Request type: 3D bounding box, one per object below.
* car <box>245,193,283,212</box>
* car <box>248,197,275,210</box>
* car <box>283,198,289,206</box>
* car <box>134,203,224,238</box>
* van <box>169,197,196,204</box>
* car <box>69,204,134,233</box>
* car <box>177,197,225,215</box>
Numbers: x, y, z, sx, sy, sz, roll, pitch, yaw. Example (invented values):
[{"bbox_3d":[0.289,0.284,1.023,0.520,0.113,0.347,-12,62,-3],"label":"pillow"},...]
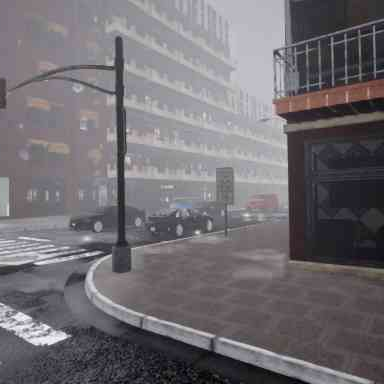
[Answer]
[{"bbox_3d":[8.127,1.170,38.173,2.150,2.045,5.566,-1,-1,36],"label":"car"},{"bbox_3d":[9.287,1.431,44.040,1.967,1.590,4.097,-1,-1,36],"label":"car"},{"bbox_3d":[15.672,1.496,52.962,1.752,1.417,4.829,-1,-1,36],"label":"car"},{"bbox_3d":[-0.507,1.435,16.803,2.008,1.369,4.403,-1,-1,36],"label":"car"},{"bbox_3d":[-0.438,1.365,30.449,1.690,1.788,3.998,-1,-1,36],"label":"van"},{"bbox_3d":[-4.919,1.476,19.944,1.882,1.535,5.008,-1,-1,36],"label":"car"},{"bbox_3d":[1.128,1.479,28.394,1.837,1.490,4.892,-1,-1,35],"label":"car"}]
